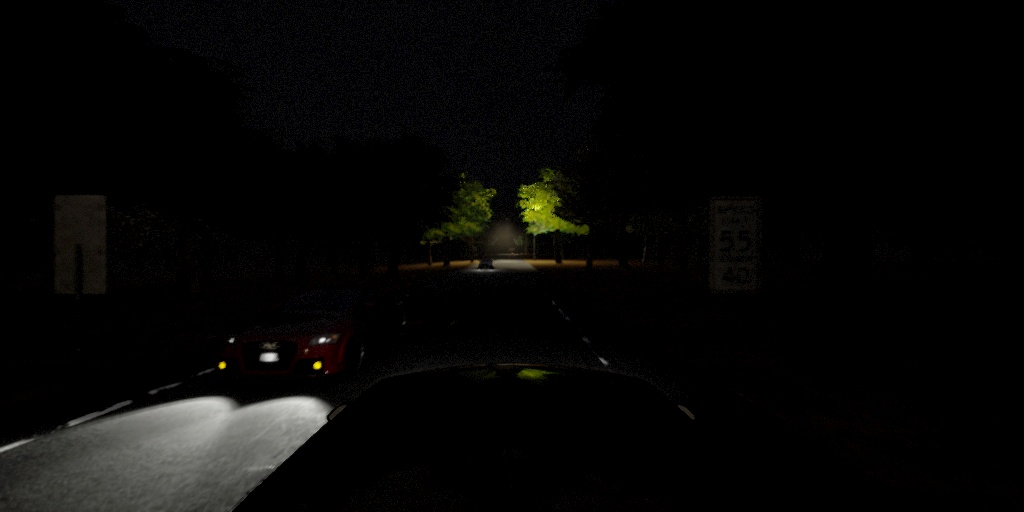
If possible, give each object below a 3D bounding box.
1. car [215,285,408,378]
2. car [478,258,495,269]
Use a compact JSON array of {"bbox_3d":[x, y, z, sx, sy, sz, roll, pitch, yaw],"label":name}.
[{"bbox_3d":[-3.591,1.310,7.295,1.994,1.385,4.181,0,0,0],"label":"car"},{"bbox_3d":[-3.531,1.035,49.298,1.812,1.442,4.674,0,1,1],"label":"car"}]
